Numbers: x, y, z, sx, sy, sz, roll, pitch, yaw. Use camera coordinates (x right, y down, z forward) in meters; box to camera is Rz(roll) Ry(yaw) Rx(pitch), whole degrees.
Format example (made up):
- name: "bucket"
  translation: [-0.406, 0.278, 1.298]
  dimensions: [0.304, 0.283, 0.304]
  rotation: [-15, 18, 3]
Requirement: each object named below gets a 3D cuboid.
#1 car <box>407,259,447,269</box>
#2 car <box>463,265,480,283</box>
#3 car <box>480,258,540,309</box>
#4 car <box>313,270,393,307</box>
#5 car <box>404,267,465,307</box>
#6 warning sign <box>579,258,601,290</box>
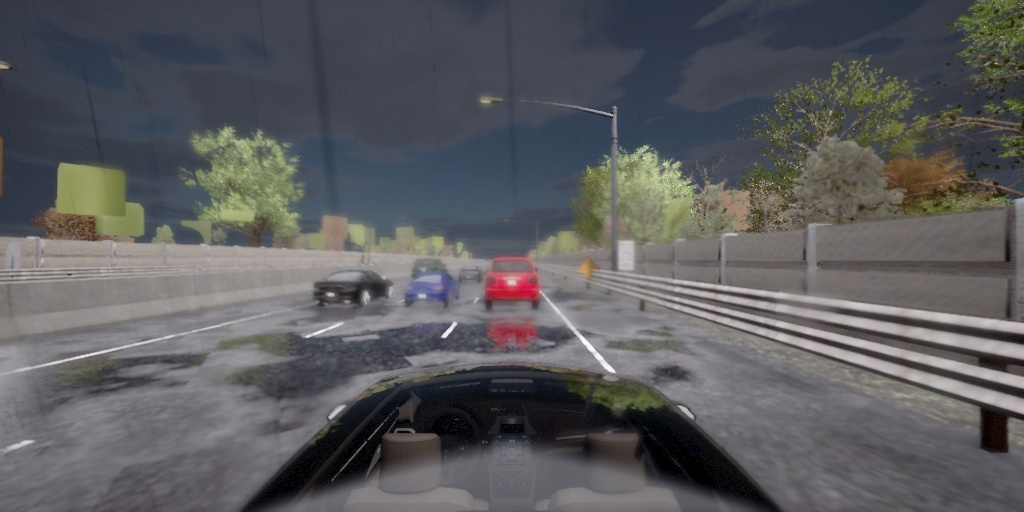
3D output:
- name: "car"
  translation: [-6.981, 1.246, 30.853]
  dimensions: [2.150, 2.045, 5.566]
  rotation: [0, 0, 0]
- name: "car"
  translation: [-3.478, 1.525, 31.147]
  dimensions: [2.128, 1.511, 4.902]
  rotation: [0, 0, 0]
- name: "car"
  translation: [0.009, 1.100, 15.842]
  dimensions: [2.150, 2.045, 5.566]
  rotation: [0, 0, 0]
- name: "car"
  translation: [-6.986, 1.366, 16.337]
  dimensions: [1.882, 1.535, 5.008]
  rotation: [0, 0, 0]
- name: "car"
  translation: [-3.486, 1.413, 16.247]
  dimensions: [1.812, 1.442, 4.674]
  rotation: [0, 0, 0]
- name: "warning sign"
  translation: [4.563, 1.049, 21.054]
  dimensions: [1.300, 1.860, 1.060]
  rotation: [0, 0, 0]
